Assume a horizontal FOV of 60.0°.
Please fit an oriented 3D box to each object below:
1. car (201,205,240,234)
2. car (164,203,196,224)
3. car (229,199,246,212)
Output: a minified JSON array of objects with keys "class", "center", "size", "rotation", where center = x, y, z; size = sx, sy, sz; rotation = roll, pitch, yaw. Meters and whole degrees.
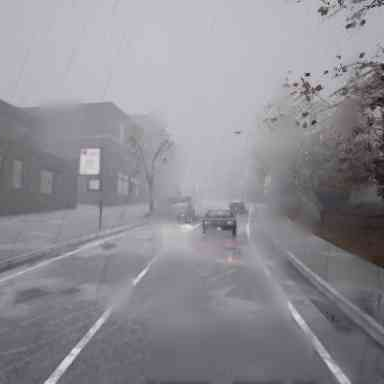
[{"class":"car","center":[1.733,1.673,19.834],"size":[1.895,1.301,4.718],"rotation":[-1,0,8]},{"class":"car","center":[-0.902,1.654,26.674],"size":[1.837,1.490,4.892],"rotation":[-1,0,10]},{"class":"car","center":[5.608,1.661,41.598],"size":[1.837,1.490,4.892],"rotation":[-1,0,11]}]
